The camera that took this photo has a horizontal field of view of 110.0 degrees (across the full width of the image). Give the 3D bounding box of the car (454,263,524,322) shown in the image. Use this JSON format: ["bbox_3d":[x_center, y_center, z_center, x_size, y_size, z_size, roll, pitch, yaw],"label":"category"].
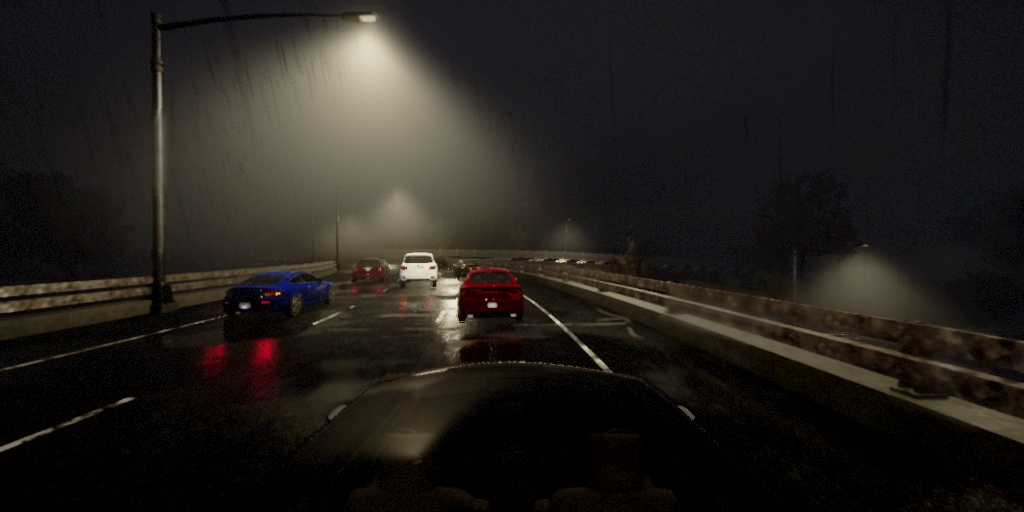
[{"bbox_3d":[-0.772,1.153,11.998,1.882,1.535,5.008,0,0,-6],"label":"car"}]

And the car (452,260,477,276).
[{"bbox_3d":[-3.619,1.051,28.583,2.128,1.511,4.902,0,1,-14],"label":"car"}]

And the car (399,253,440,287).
[{"bbox_3d":[-5.941,0.828,23.279,2.150,2.045,5.566,0,1,-12],"label":"car"}]

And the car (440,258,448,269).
[{"bbox_3d":[-9.607,0.921,46.044,1.882,1.535,5.008,0,1,-23],"label":"car"}]

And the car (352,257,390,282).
[{"bbox_3d":[-10.385,0.942,26.696,2.097,1.767,4.553,0,0,-14],"label":"car"}]

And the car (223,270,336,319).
[{"bbox_3d":[-7.838,1.216,12.508,1.812,1.442,4.674,0,1,-6],"label":"car"}]
